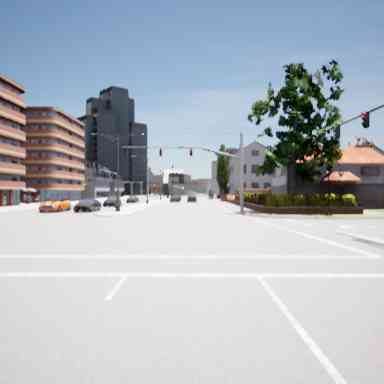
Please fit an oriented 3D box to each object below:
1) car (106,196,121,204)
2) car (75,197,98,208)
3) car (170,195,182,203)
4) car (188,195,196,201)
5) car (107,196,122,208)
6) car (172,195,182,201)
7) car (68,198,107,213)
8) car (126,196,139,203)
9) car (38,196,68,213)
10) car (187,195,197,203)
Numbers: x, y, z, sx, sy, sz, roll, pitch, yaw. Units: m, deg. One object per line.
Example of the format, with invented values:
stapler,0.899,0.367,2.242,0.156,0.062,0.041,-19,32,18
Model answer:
car,-15.026,1.454,63.794,1.812,1.442,4.674,0,0,1
car,-15.086,1.509,47.944,1.994,1.385,4.181,0,0,0
car,-3.498,1.414,68.472,2.128,1.511,4.902,0,0,0
car,0.003,1.431,78.889,1.994,1.385,4.181,0,0,0
car,-11.587,1.493,48.664,2.033,1.411,5.357,0,0,0
car,-3.497,1.404,78.889,2.128,1.511,4.902,0,0,0
car,-11.592,1.505,37.318,2.033,1.411,5.357,0,0,0
car,-11.517,1.474,64.795,2.033,1.411,5.357,0,0,1
car,-15.091,1.311,36.774,2.097,1.767,4.553,0,0,0
car,0.002,1.400,68.472,1.882,1.535,5.008,0,0,0
